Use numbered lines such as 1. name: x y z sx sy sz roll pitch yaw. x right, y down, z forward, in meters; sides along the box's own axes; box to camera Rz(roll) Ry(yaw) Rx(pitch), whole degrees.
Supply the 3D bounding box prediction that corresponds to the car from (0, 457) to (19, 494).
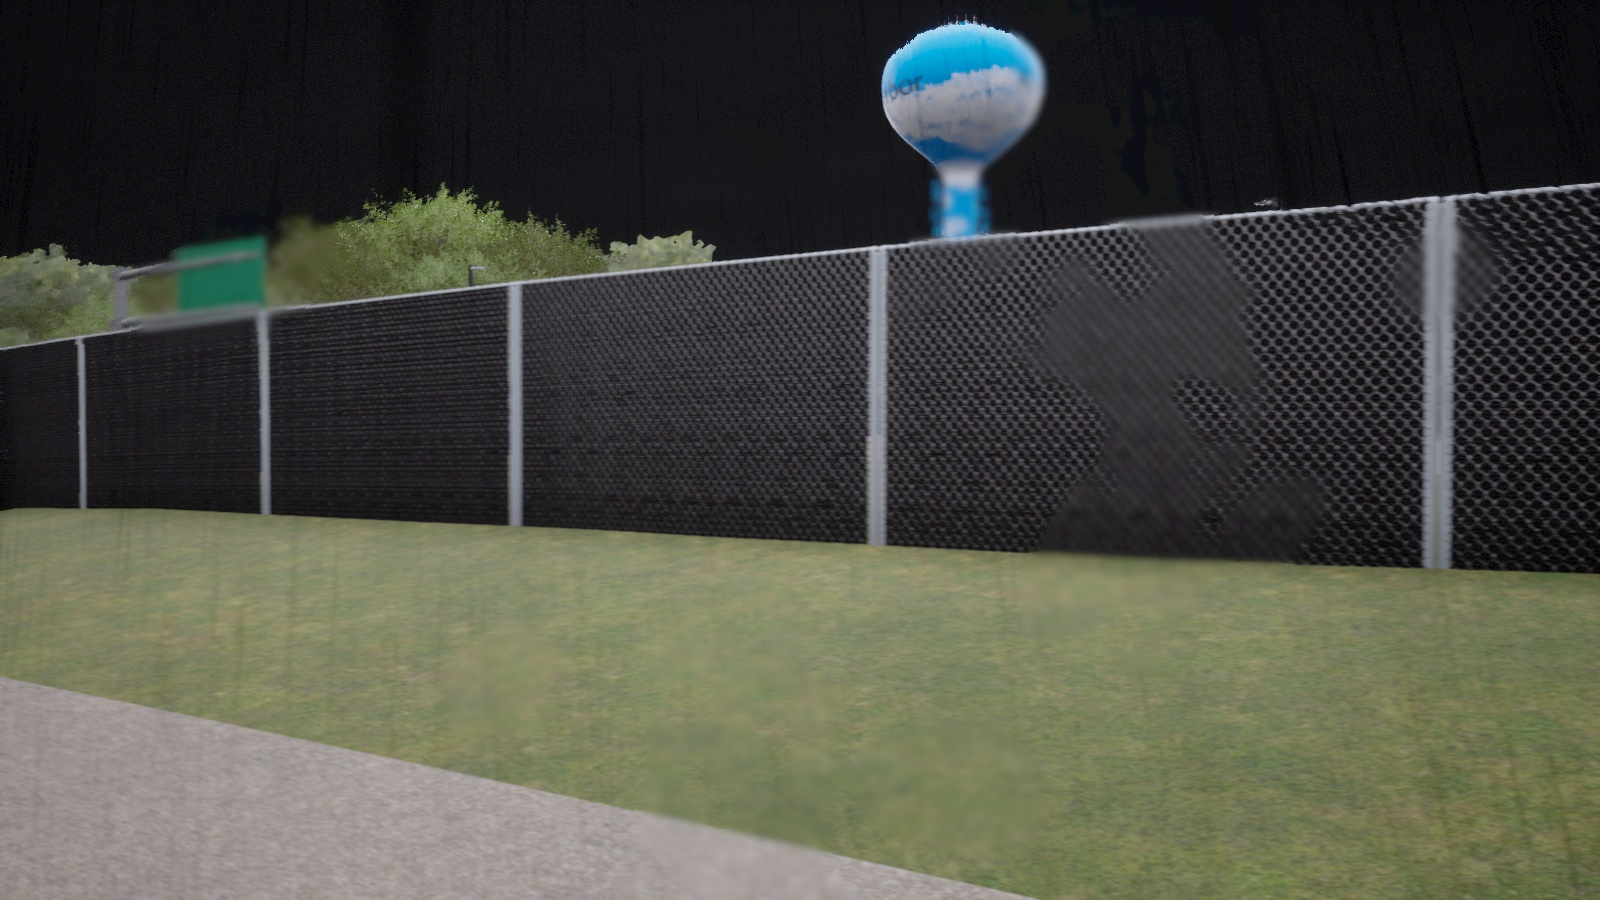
1. car: -41.916 1.374 62.612 1.932 1.855 4.605 -1 2 33
